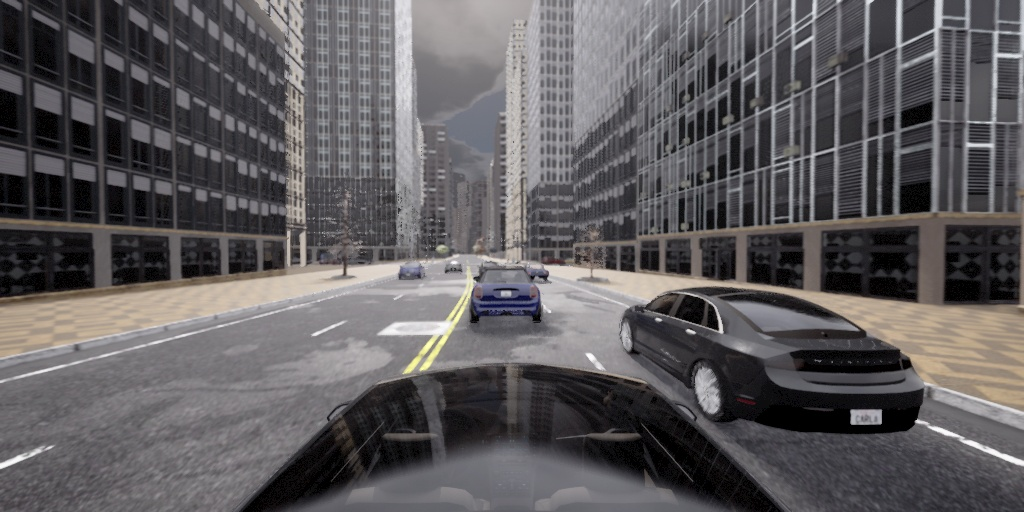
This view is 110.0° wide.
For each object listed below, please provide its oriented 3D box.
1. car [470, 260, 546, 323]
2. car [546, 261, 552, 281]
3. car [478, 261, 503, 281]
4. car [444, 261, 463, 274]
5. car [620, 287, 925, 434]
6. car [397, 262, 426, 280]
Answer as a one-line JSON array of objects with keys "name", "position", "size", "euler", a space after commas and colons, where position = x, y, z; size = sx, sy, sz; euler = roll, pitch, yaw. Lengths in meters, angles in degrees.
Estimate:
[{"name": "car", "position": [-0.264, 1.085, 12.287], "size": [2.097, 1.767, 4.553], "euler": [0, 0, -3]}, {"name": "car", "position": [1.606, 1.295, 28.864], "size": [1.895, 1.301, 4.718], "euler": [0, 0, -7]}, {"name": "car", "position": [-1.927, 1.208, 30.954], "size": [1.837, 1.490, 4.892], "euler": [0, 0, -7]}, {"name": "car", "position": [-6.563, 1.262, 40.578], "size": [1.994, 1.385, 4.181], "euler": [0, 0, -7]}, {"name": "car", "position": [3.234, 1.242, 5.744], "size": [1.837, 1.490, 4.892], "euler": [0, 0, -1]}, {"name": "car", "position": [-8.688, 1.253, 31.332], "size": [1.812, 1.442, 4.674], "euler": [0, 0, -7]}]
